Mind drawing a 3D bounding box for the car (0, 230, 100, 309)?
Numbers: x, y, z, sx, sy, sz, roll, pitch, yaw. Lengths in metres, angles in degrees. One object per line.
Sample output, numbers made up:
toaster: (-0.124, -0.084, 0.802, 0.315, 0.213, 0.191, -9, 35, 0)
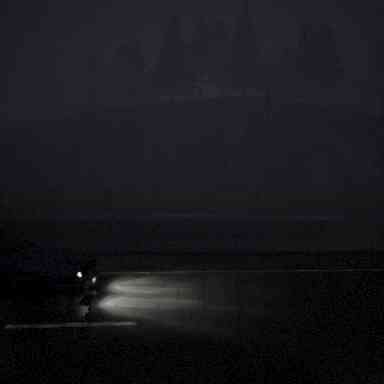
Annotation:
car: (-4.768, 1.474, 6.932, 5.357, 1.411, 2.033, 1, 0, -5)
